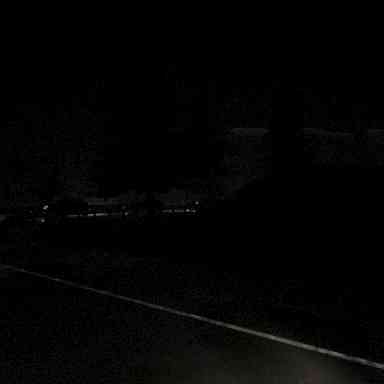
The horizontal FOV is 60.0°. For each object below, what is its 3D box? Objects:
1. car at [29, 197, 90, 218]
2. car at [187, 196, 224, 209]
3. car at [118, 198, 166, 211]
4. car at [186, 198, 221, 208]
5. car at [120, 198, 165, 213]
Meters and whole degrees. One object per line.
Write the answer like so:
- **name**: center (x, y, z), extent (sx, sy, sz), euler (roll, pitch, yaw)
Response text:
- **car**: center (-11.389, 1.260, 29.373), extent (2.097, 1.767, 4.553), euler (0, 0, 41)
- **car**: center (1.742, 1.276, 41.526), extent (4.553, 1.767, 2.097), euler (0, 0, -35)
- **car**: center (-5.935, 1.448, 39.885), extent (5.357, 1.411, 2.033), euler (0, 0, -42)
- **car**: center (1.630, 1.513, 45.774), extent (4.718, 1.301, 1.895), euler (0, 0, -35)
- **car**: center (-5.184, 1.405, 35.788), extent (4.902, 1.511, 2.128), euler (0, 0, -42)
